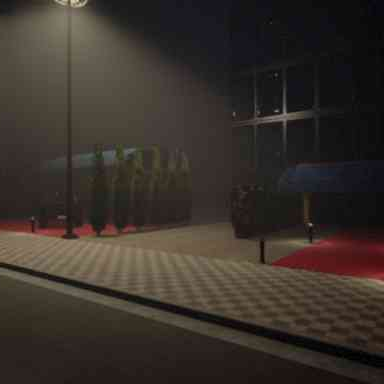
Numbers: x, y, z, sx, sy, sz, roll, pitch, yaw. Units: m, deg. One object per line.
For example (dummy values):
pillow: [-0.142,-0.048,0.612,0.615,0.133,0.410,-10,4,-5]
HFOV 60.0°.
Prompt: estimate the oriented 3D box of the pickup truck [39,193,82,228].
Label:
pickup truck: [-8.750,1.104,21.928,2.390,2.098,6.274,0,0,-24]
